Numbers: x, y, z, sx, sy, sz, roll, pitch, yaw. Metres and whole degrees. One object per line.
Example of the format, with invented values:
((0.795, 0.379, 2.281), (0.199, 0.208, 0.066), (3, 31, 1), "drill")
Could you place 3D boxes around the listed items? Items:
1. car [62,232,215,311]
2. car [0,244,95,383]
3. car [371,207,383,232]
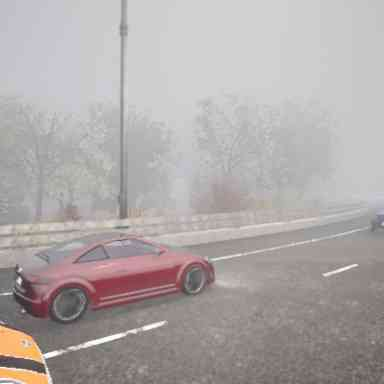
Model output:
((-1.522, 1.582, 7.235), (4.181, 1.385, 1.994), (0, 0, -37), "car")
((-3.114, 1.354, 1.712), (4.553, 1.767, 2.097), (0, 0, -35), "car")
((12.076, 1.584, 19.787), (1.812, 1.442, 4.674), (0, 0, 42), "car")
